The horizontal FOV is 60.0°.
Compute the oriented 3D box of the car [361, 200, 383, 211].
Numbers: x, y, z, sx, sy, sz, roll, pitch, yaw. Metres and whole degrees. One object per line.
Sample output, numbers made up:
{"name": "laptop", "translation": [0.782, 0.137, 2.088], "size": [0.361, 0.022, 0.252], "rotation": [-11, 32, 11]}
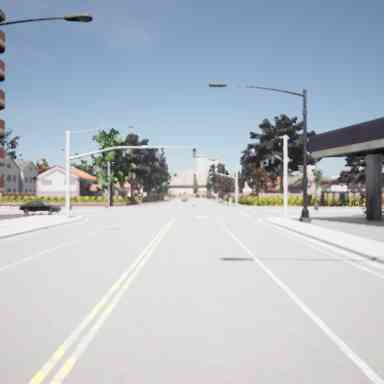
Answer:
{"name": "car", "translation": [21.958, 1.559, 38.048], "size": [4.553, 1.767, 2.097], "rotation": [0, -1, 1]}

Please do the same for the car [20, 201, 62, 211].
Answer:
{"name": "car", "translation": [-17.566, 1.735, 38.679], "size": [4.674, 1.442, 1.812], "rotation": [0, -1, 1]}
